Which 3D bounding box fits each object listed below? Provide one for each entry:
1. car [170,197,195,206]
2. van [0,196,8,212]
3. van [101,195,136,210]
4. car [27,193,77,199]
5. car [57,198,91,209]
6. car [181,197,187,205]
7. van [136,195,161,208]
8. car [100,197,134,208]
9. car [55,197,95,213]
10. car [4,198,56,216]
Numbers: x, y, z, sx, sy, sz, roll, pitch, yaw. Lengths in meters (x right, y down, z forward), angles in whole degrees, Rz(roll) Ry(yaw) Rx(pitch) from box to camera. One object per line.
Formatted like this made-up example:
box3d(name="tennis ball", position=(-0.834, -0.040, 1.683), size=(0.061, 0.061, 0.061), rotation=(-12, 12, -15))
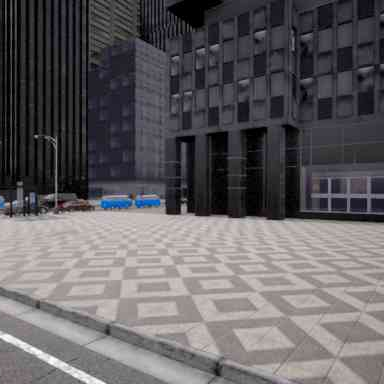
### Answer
box3d(name="car", position=(-1.590, 1.578, 56.600), size=(1.895, 1.301, 4.718), rotation=(0, 0, 35))
box3d(name="van", position=(-22.869, 1.314, 36.832), size=(1.690, 1.788, 3.998), rotation=(0, 0, 35))
box3d(name="van", position=(-9.336, 1.331, 41.135), size=(1.690, 1.788, 3.998), rotation=(0, 0, 35))
box3d(name="car", position=(-16.673, 1.197, 40.934), size=(2.150, 2.045, 5.566), rotation=(0, 0, 35))
box3d(name="car", position=(-16.281, 1.547, 46.081), size=(1.802, 1.307, 4.206), rotation=(0, 0, 35))
box3d(name="car", position=(0.545, 1.567, 55.008), size=(1.802, 1.307, 4.206), rotation=(0, 0, 35))
box3d(name="van", position=(-6.042, 1.328, 45.759), size=(1.690, 1.788, 3.998), rotation=(0, 0, 35))
box3d(name="car", position=(-10.981, 1.475, 48.912), size=(1.837, 1.490, 4.892), rotation=(0, 0, 36))
box3d(name="car", position=(-12.631, 1.575, 36.511), size=(1.802, 1.307, 4.206), rotation=(0, 0, 35))
box3d(name="car", position=(-15.925, 1.548, 31.887), size=(2.008, 1.369, 4.403), rotation=(0, 0, 35))
